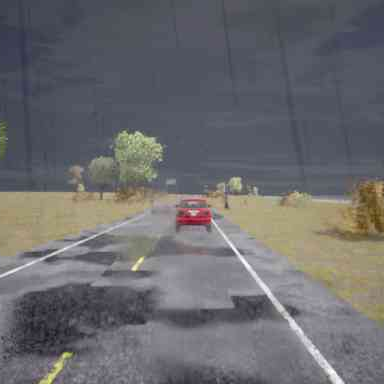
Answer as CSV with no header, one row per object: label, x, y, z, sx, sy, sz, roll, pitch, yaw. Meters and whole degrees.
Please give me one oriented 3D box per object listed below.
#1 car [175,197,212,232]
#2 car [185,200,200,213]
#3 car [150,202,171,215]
car,0.095,1.391,21.792,2.150,2.045,5.566,0,0,0
car,0.090,1.856,43.753,1.812,1.442,4.674,0,0,0
car,-3.509,1.810,37.467,1.812,1.442,4.674,0,0,0
